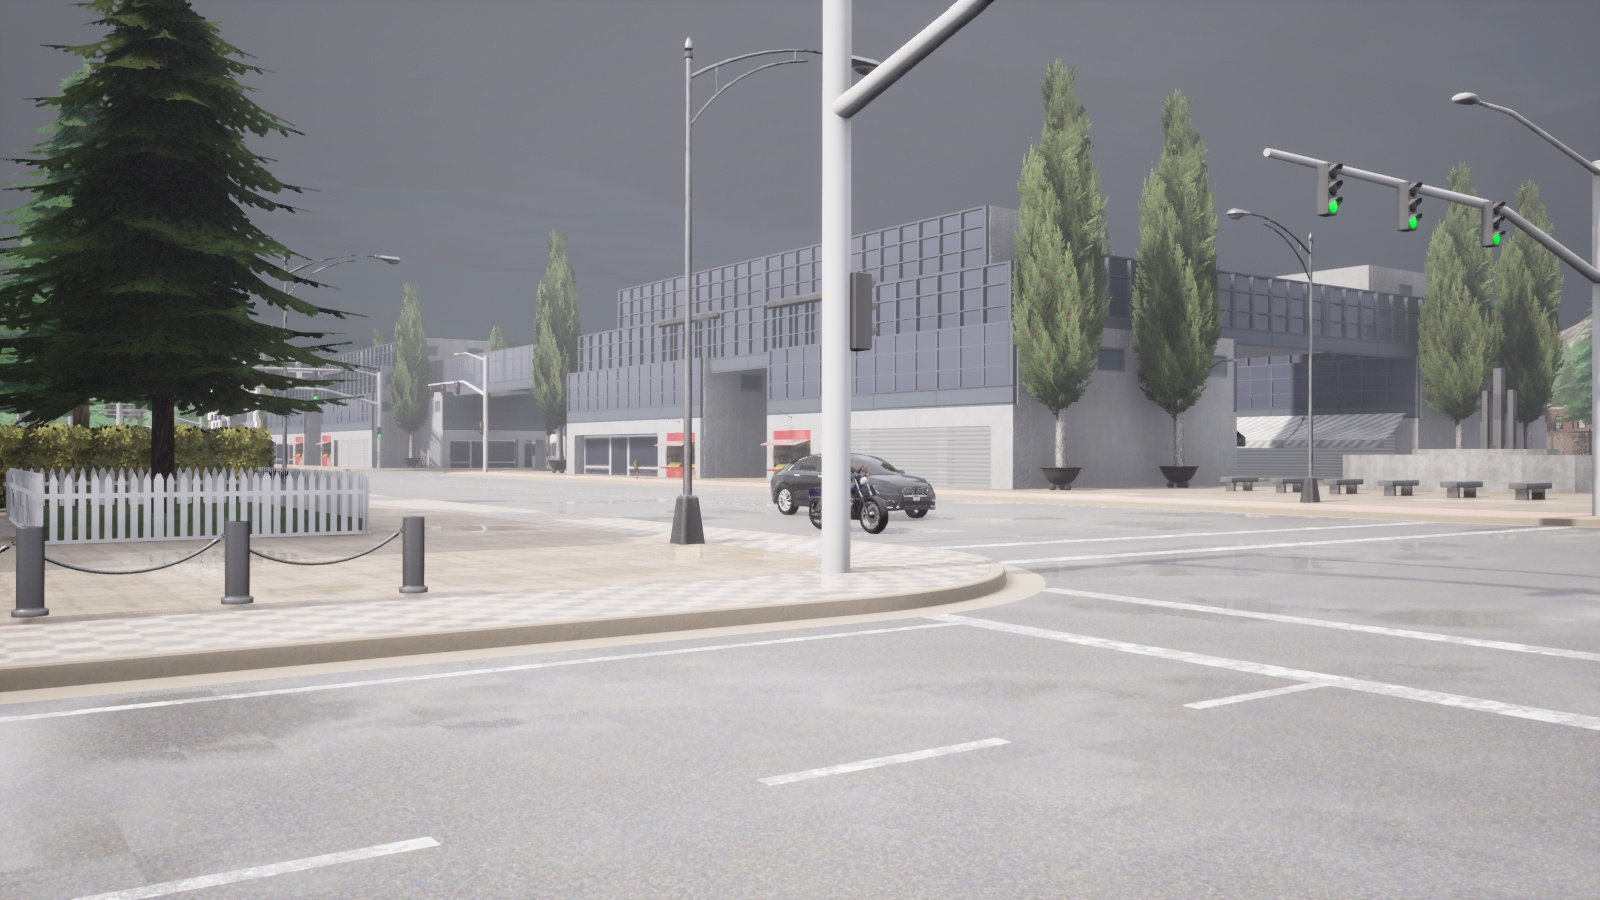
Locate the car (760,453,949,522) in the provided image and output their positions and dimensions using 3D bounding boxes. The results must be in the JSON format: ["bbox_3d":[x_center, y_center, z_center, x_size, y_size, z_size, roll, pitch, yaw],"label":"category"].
[{"bbox_3d":[1.174,0.820,29.581,1.837,1.490,4.892,0,0,-35],"label":"car"}]

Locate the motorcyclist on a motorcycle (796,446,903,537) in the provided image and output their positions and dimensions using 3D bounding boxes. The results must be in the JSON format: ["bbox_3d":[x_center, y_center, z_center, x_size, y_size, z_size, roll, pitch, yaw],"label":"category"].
[{"bbox_3d":[0.901,0.752,23.853,0.766,1.649,2.350,0,0,-35],"label":"motorcyclist on a motorcycle"}]
